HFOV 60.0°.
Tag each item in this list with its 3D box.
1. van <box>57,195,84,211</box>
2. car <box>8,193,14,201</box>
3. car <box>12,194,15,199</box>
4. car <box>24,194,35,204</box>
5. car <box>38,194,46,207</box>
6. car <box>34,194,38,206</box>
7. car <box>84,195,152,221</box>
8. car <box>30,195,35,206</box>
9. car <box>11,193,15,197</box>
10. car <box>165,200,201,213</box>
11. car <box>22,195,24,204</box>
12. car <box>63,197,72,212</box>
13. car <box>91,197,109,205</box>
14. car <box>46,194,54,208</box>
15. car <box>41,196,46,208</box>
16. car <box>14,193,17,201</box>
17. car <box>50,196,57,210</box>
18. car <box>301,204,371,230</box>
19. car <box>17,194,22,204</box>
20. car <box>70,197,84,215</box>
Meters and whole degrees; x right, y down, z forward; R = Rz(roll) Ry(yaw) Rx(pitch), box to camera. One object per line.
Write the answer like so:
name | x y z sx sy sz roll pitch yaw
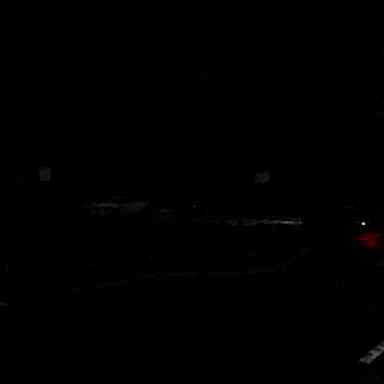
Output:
van | -12.594 1.302 38.073 1.878 1.987 4.442 0 1 36
car | -42.662 1.662 83.031 2.231 1.521 4.892 -1 0 36
car | -35.930 1.639 73.106 2.163 1.488 4.792 -1 0 36
car | -24.232 1.297 55.652 2.435 2.045 5.566 -1 0 36
car | -19.206 1.410 48.167 2.185 1.767 4.553 0 1 36
car | -20.877 1.413 50.660 2.185 1.767 4.553 0 1 36
car | -5.809 1.269 28.185 2.435 2.045 5.566 0 1 36
car | -22.560 1.573 53.160 2.163 1.488 4.792 -1 0 36
car | -37.624 1.662 75.572 2.002 1.452 4.674 -1 0 36
car | -1.070 1.610 38.218 2.033 1.411 5.357 0 0 -34
car | -27.479 1.557 60.769 1.946 1.575 5.366 -1 0 36
car | -10.854 1.565 35.680 2.002 1.452 4.674 -1 0 36
car | -17.143 1.655 61.915 1.994 1.385 4.181 0 0 -34
car | -15.907 1.405 43.135 2.185 1.767 4.553 -1 0 36
car | -17.556 1.573 45.650 2.002 1.452 4.674 -1 0 36
car | -34.296 1.474 70.566 2.185 1.767 4.553 -1 0 36
car | -14.197 1.529 40.665 2.097 1.535 5.008 0 1 36
car | 9.199 1.568 21.748 1.837 1.490 4.892 2 0 -21
car | -29.261 1.319 63.136 2.435 2.045 5.566 -1 0 36
car | -9.058 1.519 33.343 1.946 1.575 5.366 -1 0 36
